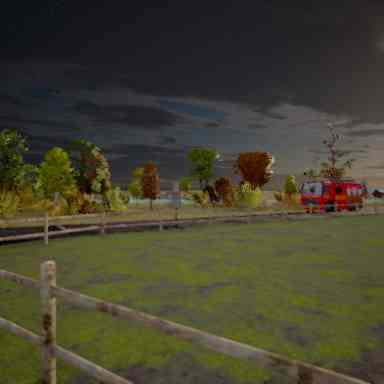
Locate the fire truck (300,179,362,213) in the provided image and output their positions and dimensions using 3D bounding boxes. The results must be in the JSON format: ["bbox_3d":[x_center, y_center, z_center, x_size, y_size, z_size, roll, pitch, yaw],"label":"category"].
[{"bbox_3d":[16.477,0.448,39.141,8.468,3.827,2.891,0,0,-35],"label":"fire truck"}]
